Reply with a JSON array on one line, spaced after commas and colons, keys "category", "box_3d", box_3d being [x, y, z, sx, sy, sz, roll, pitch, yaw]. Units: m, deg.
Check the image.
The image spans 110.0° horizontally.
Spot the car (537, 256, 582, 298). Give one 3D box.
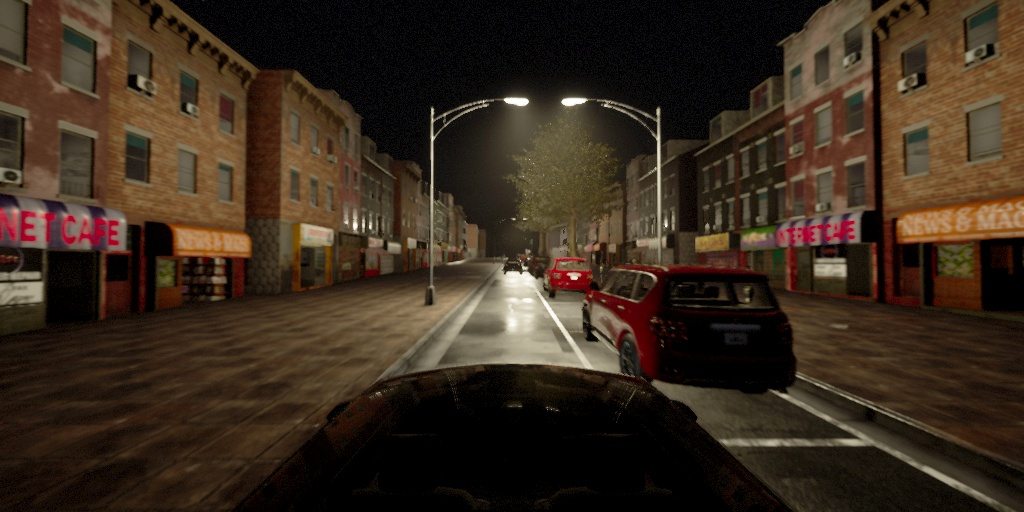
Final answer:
[{"category": "car", "box_3d": [2.639, 1.003, 17.772, 2.192, 1.841, 5.009, 0, 0, 0]}]

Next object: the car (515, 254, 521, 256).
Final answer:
[{"category": "car", "box_3d": [0.096, 0.884, 50.332, 1.837, 1.490, 4.892, 0, 1, 0]}]

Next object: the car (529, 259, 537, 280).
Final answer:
[{"category": "car", "box_3d": [2.638, 1.171, 28.888, 1.948, 1.339, 4.313, 0, 0, 0]}]

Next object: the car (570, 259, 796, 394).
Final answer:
[{"category": "car", "box_3d": [2.639, 1.057, 6.650, 2.192, 1.841, 5.009, 0, 0, 0]}]

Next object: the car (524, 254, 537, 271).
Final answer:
[{"category": "car", "box_3d": [2.638, 0.869, 34.447, 2.192, 1.841, 5.009, 0, 0, 0]}]

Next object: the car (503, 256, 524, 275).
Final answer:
[{"category": "car", "box_3d": [0.097, 1.034, 35.861, 2.128, 1.511, 4.902, 0, 1, 0]}]
